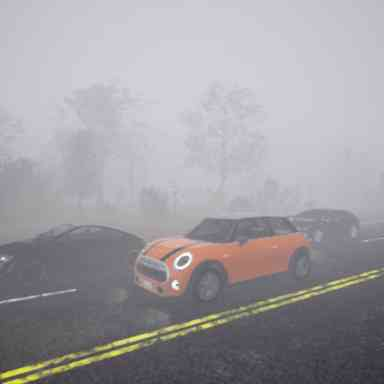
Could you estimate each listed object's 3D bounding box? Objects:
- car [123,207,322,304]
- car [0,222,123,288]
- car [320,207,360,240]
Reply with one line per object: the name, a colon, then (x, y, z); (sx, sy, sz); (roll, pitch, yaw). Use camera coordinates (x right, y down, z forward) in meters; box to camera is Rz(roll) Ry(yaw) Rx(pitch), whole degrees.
car: (0.889, 1.351, 8.292); (4.553, 1.767, 2.097); (0, 0, -36)
car: (-3.293, 1.565, 9.309); (4.181, 1.385, 1.994); (0, 0, -35)
car: (6.195, 1.510, 16.029); (4.892, 1.490, 1.837); (0, 0, -35)
